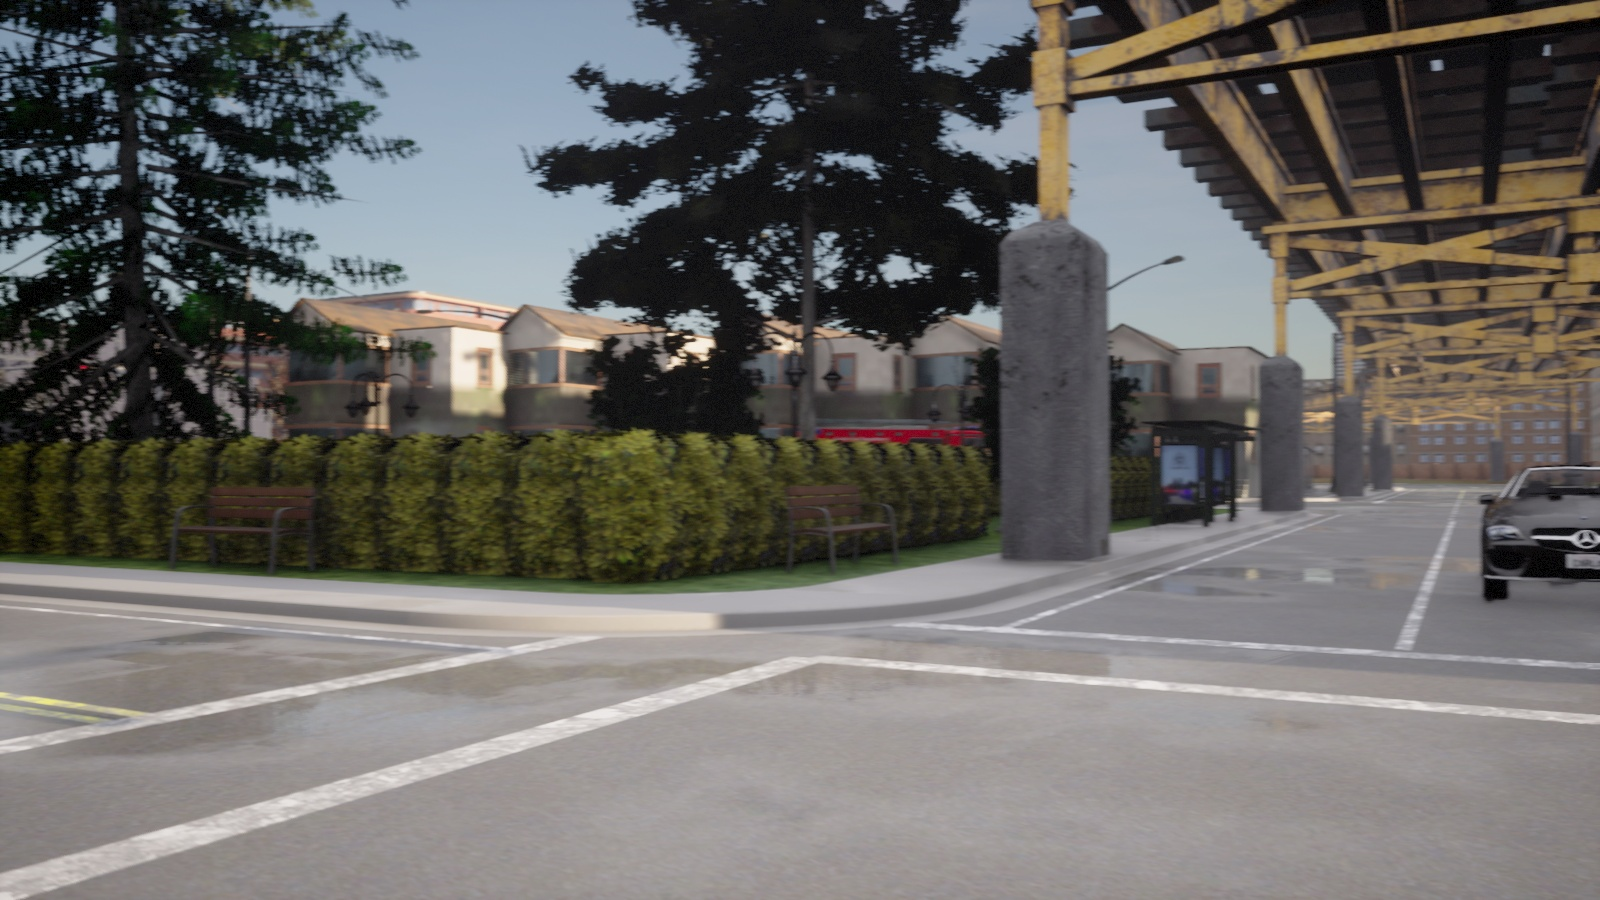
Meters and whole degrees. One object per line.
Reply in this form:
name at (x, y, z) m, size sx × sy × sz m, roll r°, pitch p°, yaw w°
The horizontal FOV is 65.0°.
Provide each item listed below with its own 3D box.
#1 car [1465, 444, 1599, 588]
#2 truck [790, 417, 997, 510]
car at (10.067, 0.782, 16.663) m, size 2.152 × 1.651 × 5.027 m, roll -1°, pitch -1°, yaw 28°
truck at (4.048, 0.562, 54.581) m, size 8.468 × 3.827 × 2.891 m, roll 0°, pitch -1°, yaw -17°
